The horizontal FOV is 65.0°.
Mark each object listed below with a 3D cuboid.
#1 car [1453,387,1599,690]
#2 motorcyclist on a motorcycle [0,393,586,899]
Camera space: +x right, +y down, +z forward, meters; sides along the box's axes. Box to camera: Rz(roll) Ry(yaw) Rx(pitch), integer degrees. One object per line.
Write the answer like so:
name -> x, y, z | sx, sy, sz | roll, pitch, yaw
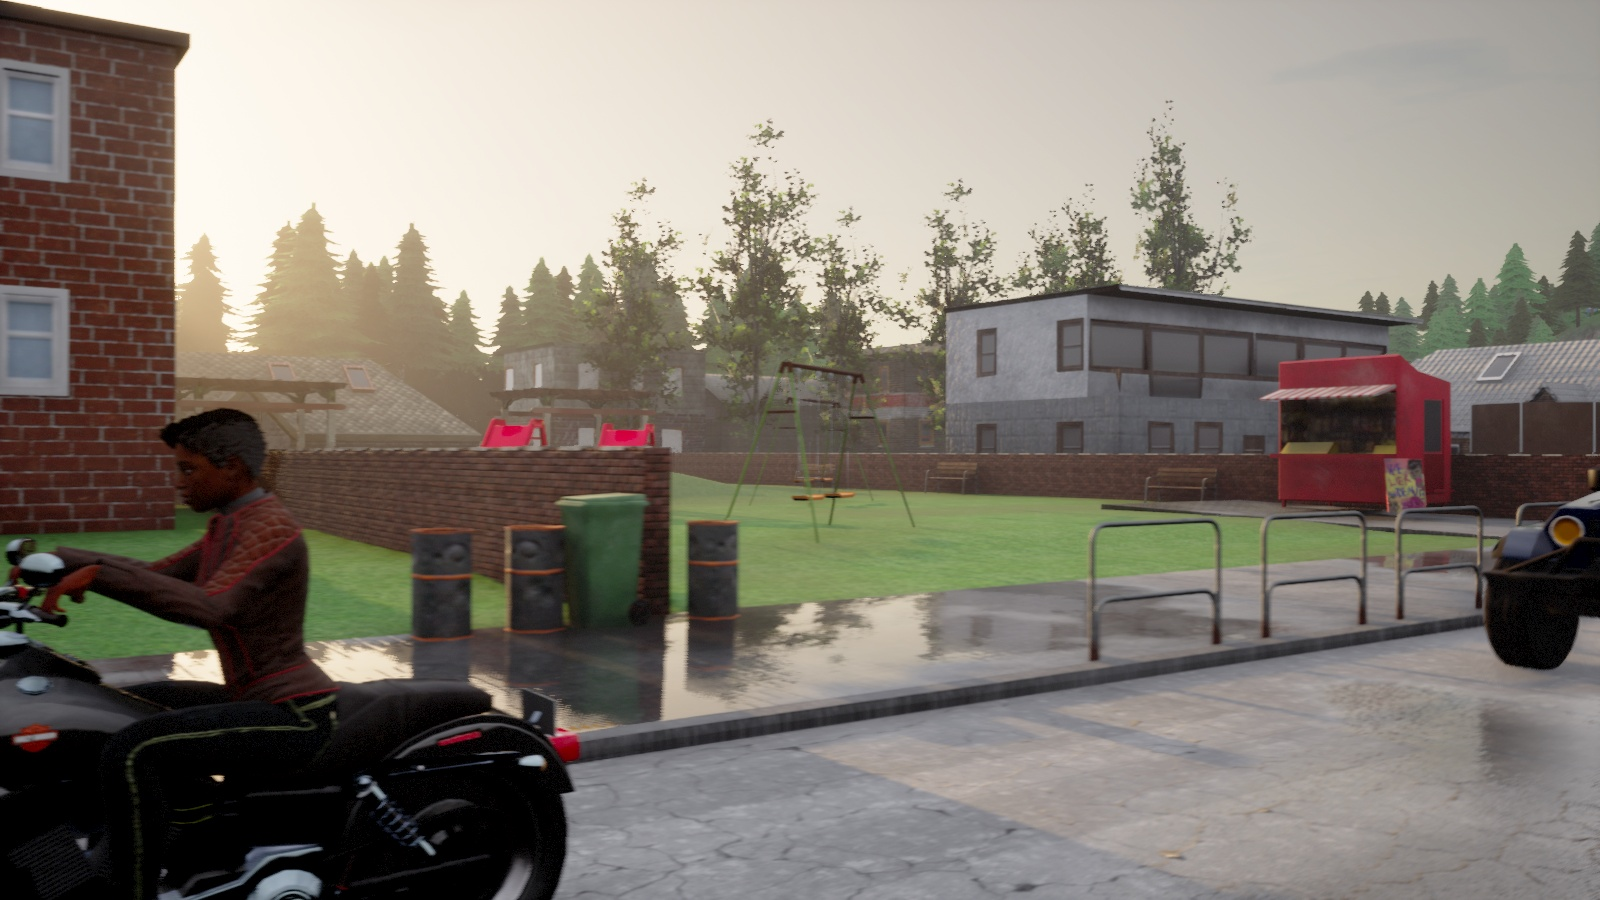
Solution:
car -> 6.556, 0.549, 8.837 | 3.866, 1.878, 1.905 | 0, 0, -35
motorcyclist on a motorcycle -> -1.764, 0.706, 3.040 | 2.350, 1.649, 0.766 | 0, 0, -35
